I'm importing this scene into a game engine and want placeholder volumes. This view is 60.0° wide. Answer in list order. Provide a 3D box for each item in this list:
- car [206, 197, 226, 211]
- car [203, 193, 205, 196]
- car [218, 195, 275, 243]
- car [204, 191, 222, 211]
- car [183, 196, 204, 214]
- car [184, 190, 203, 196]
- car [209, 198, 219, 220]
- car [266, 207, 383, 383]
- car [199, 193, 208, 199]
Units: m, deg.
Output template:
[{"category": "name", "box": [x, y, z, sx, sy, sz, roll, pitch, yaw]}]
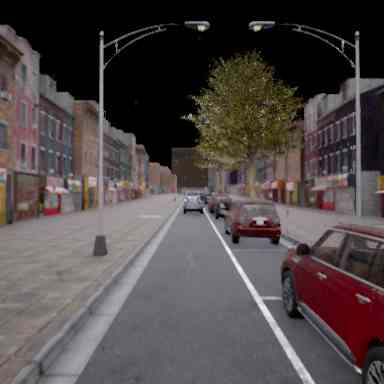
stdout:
[{"category": "car", "box": [2.659, 1.310, 37.654, 1.887, 1.381, 4.507, 2, 1, 0]}, {"category": "car", "box": [2.659, 1.204, 48.766, 1.947, 1.339, 4.313, 2, 1, 0]}, {"category": "car", "box": [2.663, 1.261, 15.422, 2.192, 1.841, 5.009, 2, 0, 0]}, {"category": "car", "box": [2.664, 1.134, 32.095, 2.192, 1.841, 5.009, 2, 1, 0]}, {"category": "car", "box": [0.105, 1.371, 33.345, 1.994, 1.385, 4.181, 0, 1, -1]}, {"category": "car", "box": [0.091, 0.895, 46.108, 2.150, 2.045, 5.566, 0, 1, 0]}, {"category": "car", "box": [2.658, 1.433, 26.538, 1.947, 1.339, 4.313, 2, 1, 0]}, {"category": "car", "box": [2.661, 1.310, 4.303, 2.192, 1.841, 5.009, 1, 0, 0]}, {"category": "car", "box": [2.655, 0.868, 76.535, 1.802, 1.307, 4.206, 2, 1, 0]}]
